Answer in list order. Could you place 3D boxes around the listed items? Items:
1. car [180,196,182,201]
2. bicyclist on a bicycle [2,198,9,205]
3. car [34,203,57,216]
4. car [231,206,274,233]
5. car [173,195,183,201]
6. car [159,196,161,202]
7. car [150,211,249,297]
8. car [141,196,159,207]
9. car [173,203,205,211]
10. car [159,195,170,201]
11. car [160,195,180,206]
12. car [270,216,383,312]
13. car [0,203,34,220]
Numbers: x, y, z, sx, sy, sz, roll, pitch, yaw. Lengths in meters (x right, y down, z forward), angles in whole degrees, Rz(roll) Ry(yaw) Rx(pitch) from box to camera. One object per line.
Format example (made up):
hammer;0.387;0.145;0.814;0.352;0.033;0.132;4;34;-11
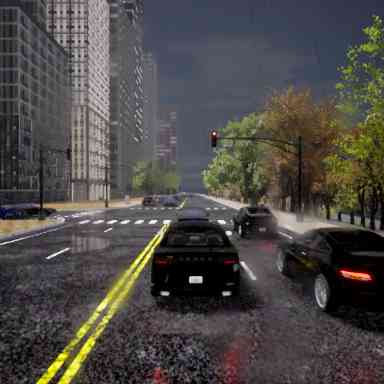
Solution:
car;-3.387;1.489;69.258;1.837;1.490;4.892;0;0;0
bicyclist on a bicycle;-24.735;1.573;44.161;0.582;1.620;1.656;-1;1;0
car;-16.498;1.786;33.377;5.357;1.411;2.033;-1;1;-3
car;3.290;1.500;17.862;1.837;1.490;4.892;0;0;0
car;-3.406;1.521;81.271;2.033;1.411;5.357;0;0;0
car;-6.661;1.475;65.911;2.128;1.511;4.902;0;0;0
car;0.074;1.475;8.645;1.882;1.535;5.008;0;0;0
car;-6.688;1.489;51.573;1.837;1.490;4.892;0;1;0
car;0.036;1.543;18.454;2.033;1.411;5.357;0;0;0
car;-6.656;1.521;80.895;2.033;1.411;5.357;0;0;0
car;-3.439;1.534;52.923;2.033;1.411;5.357;0;0;0
car;3.316;1.524;7.563;1.812;1.442;4.674;0;0;0
car;-17.001;1.841;29.957;4.181;1.385;1.994;-1;0;3
